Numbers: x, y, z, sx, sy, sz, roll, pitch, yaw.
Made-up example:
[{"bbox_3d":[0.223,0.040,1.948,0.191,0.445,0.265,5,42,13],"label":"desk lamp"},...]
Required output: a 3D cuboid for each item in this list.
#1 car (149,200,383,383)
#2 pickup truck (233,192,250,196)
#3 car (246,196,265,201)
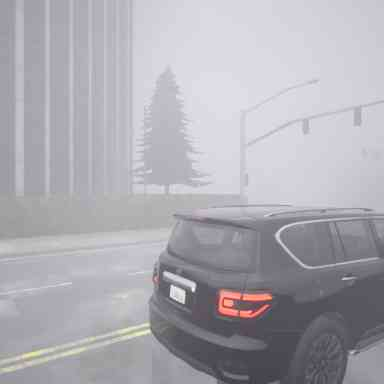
[{"bbox_3d":[2.047,1.221,5.200,5.566,2.045,2.150,0,0,-35],"label":"car"},{"bbox_3d":[10.249,1.059,68.801,2.390,2.098,6.274,0,0,-5],"label":"pickup truck"},{"bbox_3d":[8.576,1.564,42.939,1.994,1.385,4.181,0,0,-36],"label":"car"}]
